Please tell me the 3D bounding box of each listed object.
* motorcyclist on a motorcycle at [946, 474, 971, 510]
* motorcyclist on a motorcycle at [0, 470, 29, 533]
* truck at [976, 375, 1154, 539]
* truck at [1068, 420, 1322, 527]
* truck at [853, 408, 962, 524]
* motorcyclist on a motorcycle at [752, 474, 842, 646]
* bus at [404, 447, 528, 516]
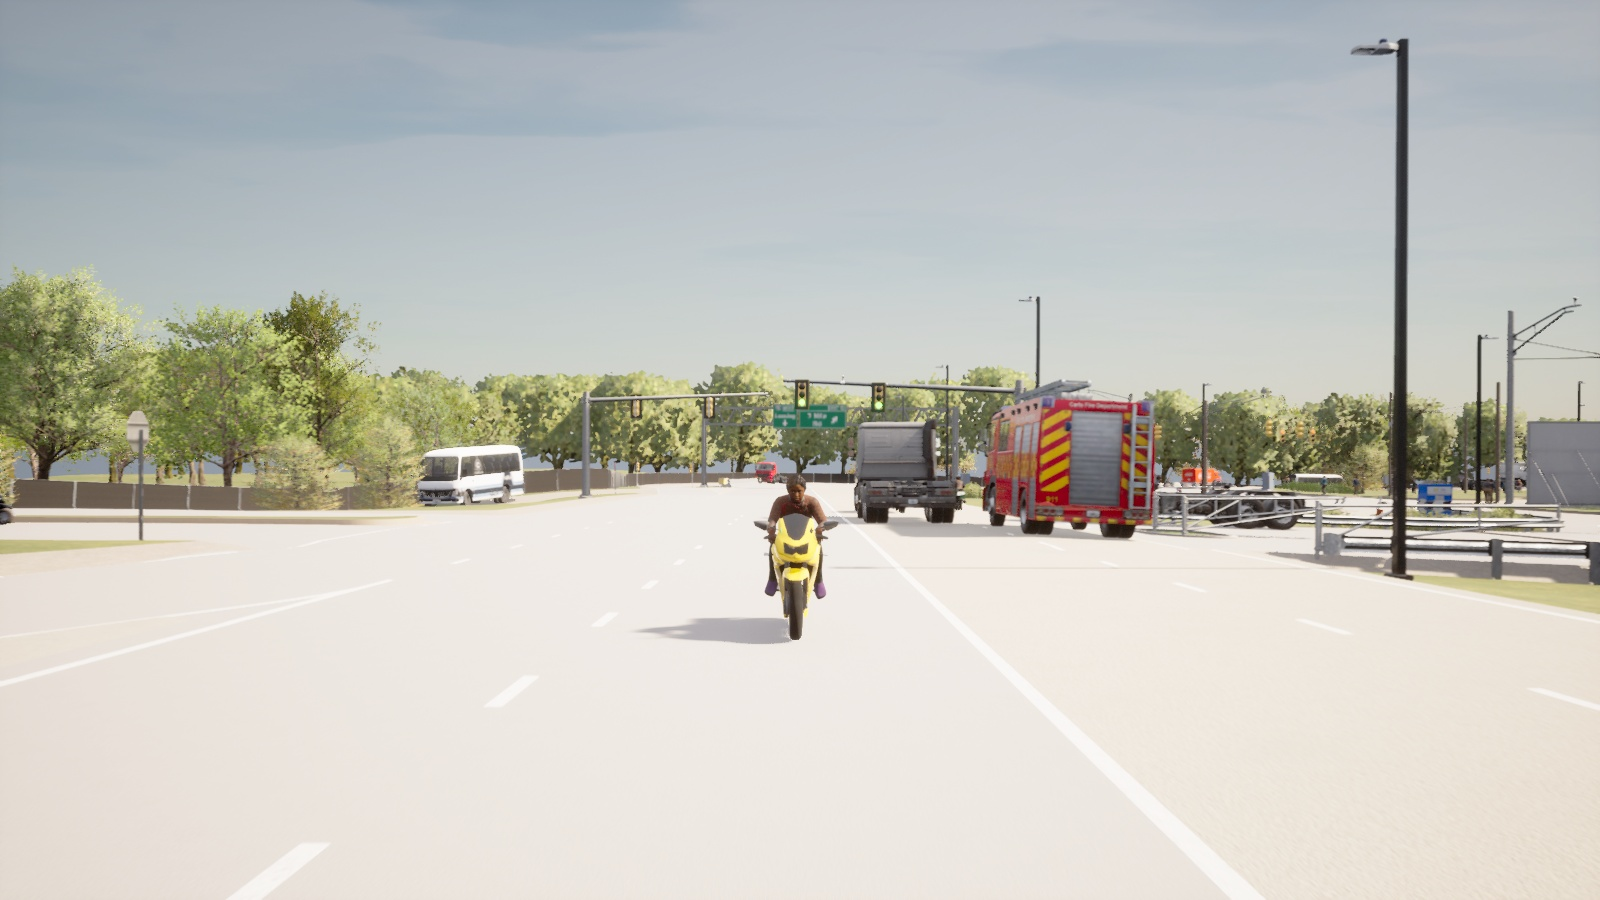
[{"bbox_3d":[6.868,1.833,54.546,0.797,1.523,2.044,0,-2,0],"label":"motorcyclist on a motorcycle"},{"bbox_3d":[-21.072,1.317,32.421,1.817,1.590,0.866,-1,0,-1],"label":"motorcyclist on a motorcycle"},{"bbox_3d":[6.943,0.257,34.317,2.891,3.827,8.468,2,-1,0],"label":"truck"},{"bbox_3d":[13.752,0.846,44.121,7.936,3.462,2.891,1,-1,-1],"label":"truck"},{"bbox_3d":[3.393,0.584,41.808,2.891,3.462,7.936,0,-1,0],"label":"truck"},{"bbox_3d":[-0.030,1.001,12.225,0.797,1.523,2.044,0,-1,0],"label":"motorcyclist on a motorcycle"},{"bbox_3d":[-23.590,2.112,89.565,3.944,4.253,10.273,-1,2,14],"label":"bus"}]
